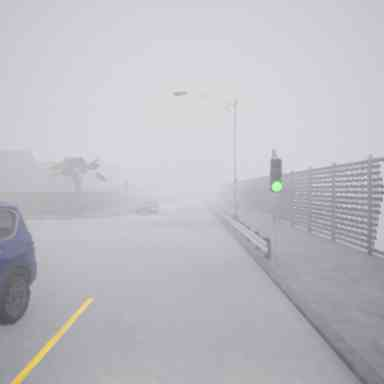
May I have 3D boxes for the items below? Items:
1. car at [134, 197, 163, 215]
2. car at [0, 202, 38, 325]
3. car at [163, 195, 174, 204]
[{"bbox_3d":[-3.995,1.323,30.358,1.812,1.442,4.674,0,1,0],"label":"car"},{"bbox_3d":[-3.999,1.191,4.074,2.150,2.045,5.566,0,0,0],"label":"car"},{"bbox_3d":[-3.993,1.104,54.189,1.895,1.301,4.718,0,0,0],"label":"car"}]
